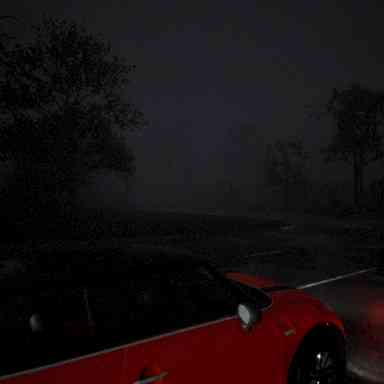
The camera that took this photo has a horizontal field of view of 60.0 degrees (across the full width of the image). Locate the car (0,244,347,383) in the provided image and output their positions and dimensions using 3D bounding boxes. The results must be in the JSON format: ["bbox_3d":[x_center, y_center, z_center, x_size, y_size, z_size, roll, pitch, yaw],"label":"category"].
[{"bbox_3d":[-0.418,1.352,3.421,4.553,1.767,2.097,0,0,-35],"label":"car"}]

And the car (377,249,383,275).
[{"bbox_3d":[6.788,1.601,8.550,4.718,1.301,1.895,0,0,-36],"label":"car"}]
